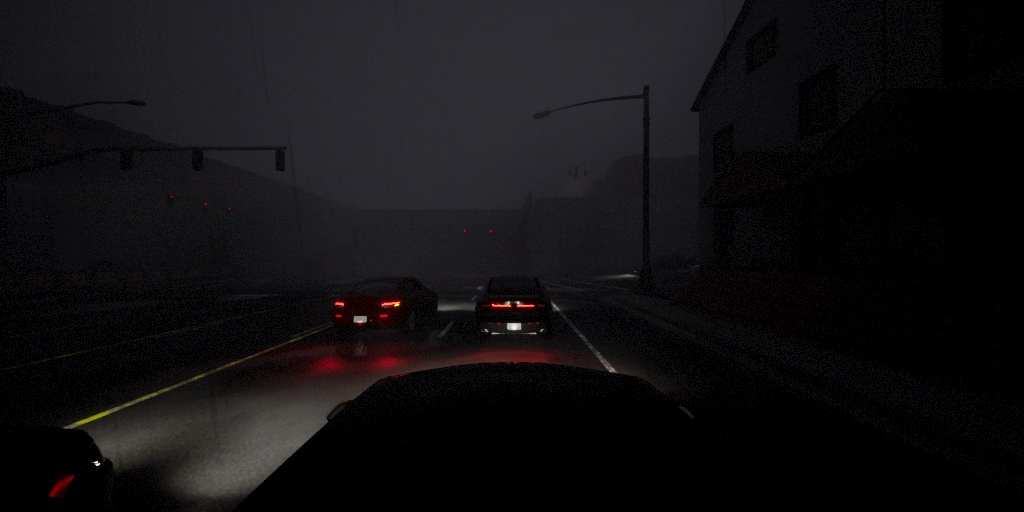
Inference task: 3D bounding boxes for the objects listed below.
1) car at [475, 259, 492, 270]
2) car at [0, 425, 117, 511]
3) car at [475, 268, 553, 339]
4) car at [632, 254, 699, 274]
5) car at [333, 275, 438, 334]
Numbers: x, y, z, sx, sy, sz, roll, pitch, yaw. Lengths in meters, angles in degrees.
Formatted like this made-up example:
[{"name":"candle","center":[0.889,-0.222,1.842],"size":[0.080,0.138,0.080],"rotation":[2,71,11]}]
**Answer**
[{"name":"car","center":[-4.491,1.297,53.196],"size":[2.033,1.411,5.357],"rotation":[0,0,-2]},{"name":"car","center":[-3.401,1.255,0.187],"size":[1.837,1.490,4.892],"rotation":[0,0,0]},{"name":"car","center":[0.042,1.255,10.055],"size":[1.837,1.490,4.892],"rotation":[0,0,0]},{"name":"car","center":[13.025,0.603,30.447],"size":[5.357,1.411,2.033],"rotation":[-7,0,-1]},{"name":"car","center":[-3.454,1.276,10.470],"size":[1.812,1.442,4.674],"rotation":[0,0,0]}]
